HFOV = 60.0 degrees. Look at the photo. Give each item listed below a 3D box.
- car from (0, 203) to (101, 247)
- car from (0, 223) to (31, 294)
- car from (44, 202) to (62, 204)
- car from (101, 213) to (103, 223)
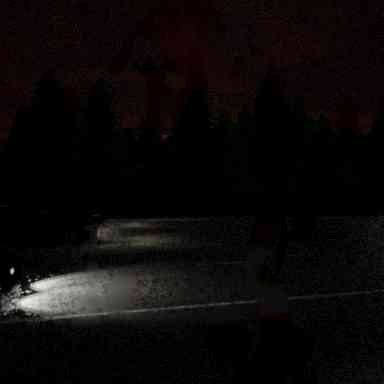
[{"bbox_3d":[-6.517,1.414,13.798,5.008,1.535,1.882,0,0,-13],"label":"car"},{"bbox_3d":[-5.839,1.530,6.768,4.181,1.385,1.994,0,0,-13],"label":"car"},{"bbox_3d":[-8.834,1.426,16.849,4.892,1.490,1.837,0,0,-13],"label":"car"},{"bbox_3d":[-8.113,1.384,20.616,5.008,1.535,1.882,0,0,-13],"label":"car"}]
